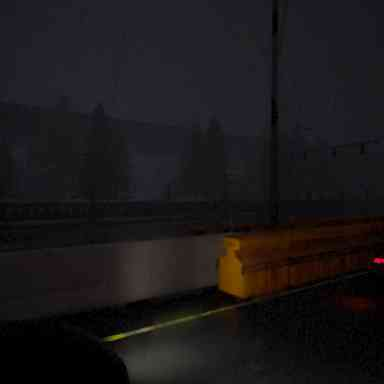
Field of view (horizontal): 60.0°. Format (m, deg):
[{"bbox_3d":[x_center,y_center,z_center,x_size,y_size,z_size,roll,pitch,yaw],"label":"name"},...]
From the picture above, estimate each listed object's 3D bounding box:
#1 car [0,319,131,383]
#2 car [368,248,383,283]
[{"bbox_3d":[-2.705,1.497,1.815,4.892,1.490,1.837,0,0,-36],"label":"car"},{"bbox_3d":[6.583,1.621,8.445,5.357,1.411,2.033,0,0,-35],"label":"car"}]
